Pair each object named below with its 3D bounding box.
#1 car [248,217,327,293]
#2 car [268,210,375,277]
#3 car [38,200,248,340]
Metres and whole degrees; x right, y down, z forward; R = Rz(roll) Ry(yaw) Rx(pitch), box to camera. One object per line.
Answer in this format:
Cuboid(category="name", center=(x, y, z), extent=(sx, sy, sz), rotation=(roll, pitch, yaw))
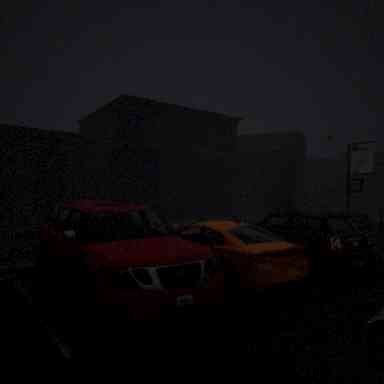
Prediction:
Cuboid(category="car", center=(0.645, 1.505, 8.856), extent=(2.097, 1.535, 5.008), rotation=(0, 0, -36))
Cuboid(category="car", center=(3.125, 1.399, 10.608), extent=(2.185, 1.767, 4.553), rotation=(0, 0, -36))
Cuboid(category="car", center=(-1.709, 1.236, 7.134), extent=(2.435, 2.045, 5.566), rotation=(0, 0, -36))
